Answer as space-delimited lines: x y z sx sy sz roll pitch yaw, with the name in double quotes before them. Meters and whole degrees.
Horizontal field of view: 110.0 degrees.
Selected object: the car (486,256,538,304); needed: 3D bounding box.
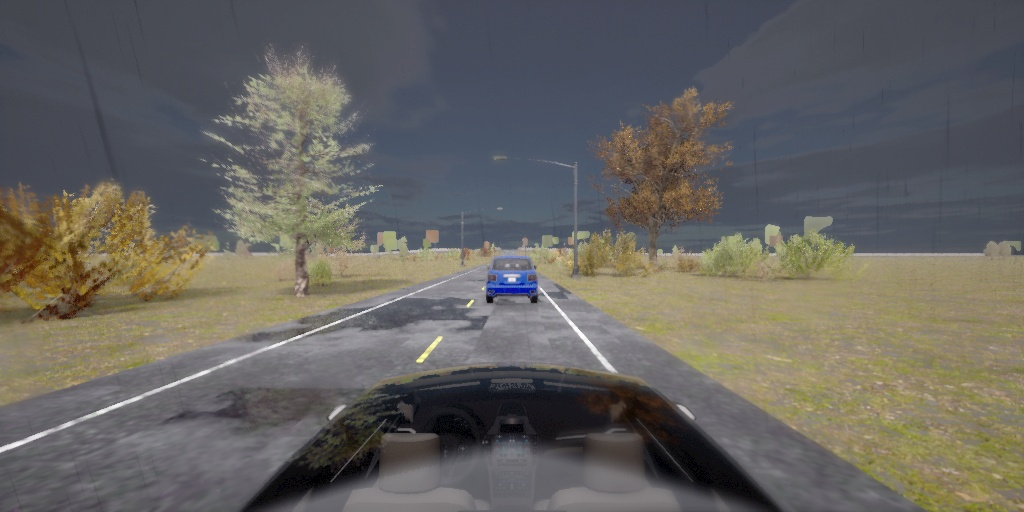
"car" 0.000 1.005 16.530 2.150 2.045 5.566 0 0 0
